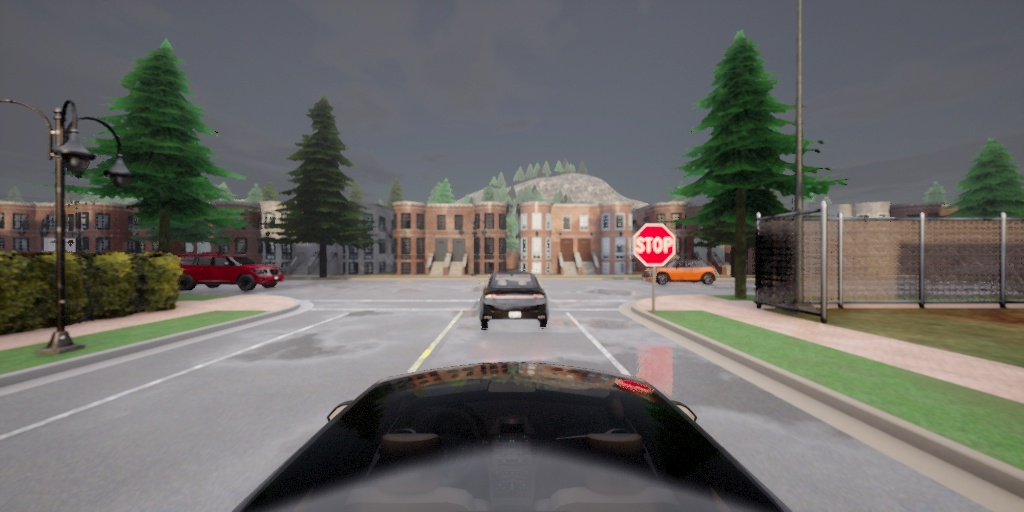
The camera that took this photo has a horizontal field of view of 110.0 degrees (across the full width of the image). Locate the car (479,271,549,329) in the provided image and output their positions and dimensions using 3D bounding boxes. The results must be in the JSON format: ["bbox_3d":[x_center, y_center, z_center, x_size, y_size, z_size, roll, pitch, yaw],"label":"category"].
[{"bbox_3d":[-0.003,1.213,11.192,2.128,1.511,4.902,0,0,-2],"label":"car"}]

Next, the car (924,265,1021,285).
[{"bbox_3d":[31.317,1.260,24.485,4.718,1.301,1.895,0,0,0],"label":"car"}]

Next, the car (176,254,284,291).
[{"bbox_3d":[-16.266,0.893,20.532,5.566,2.045,2.150,0,0,-1],"label":"car"}]

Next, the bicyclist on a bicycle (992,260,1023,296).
[{"bbox_3d":[21.734,0.990,15.452,0.582,1.620,1.656,0,0,0],"label":"bicyclist on a bicycle"}]

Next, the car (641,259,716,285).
[{"bbox_3d":[11.208,1.012,24.381,4.553,1.767,2.097,0,0,0],"label":"car"}]
